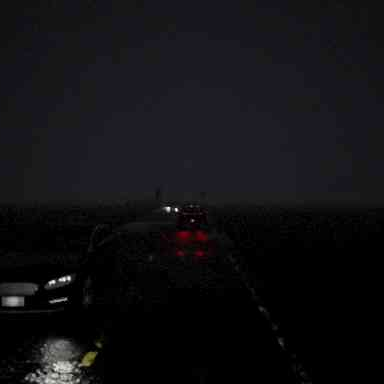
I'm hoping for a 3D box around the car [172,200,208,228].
[{"bbox_3d":[0.029,1.514,22.369,2.128,1.511,4.902,0,0,0],"label":"car"}]

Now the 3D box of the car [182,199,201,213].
[{"bbox_3d":[-0.016,1.597,38.508,2.033,1.411,5.357,0,0,0],"label":"car"}]

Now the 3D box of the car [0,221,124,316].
[{"bbox_3d":[-2.873,1.496,7.785,2.128,1.511,4.902,0,0,0],"label":"car"}]

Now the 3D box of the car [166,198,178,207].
[{"bbox_3d":[-2.907,1.673,52.285,1.994,1.385,4.181,0,0,0],"label":"car"}]
